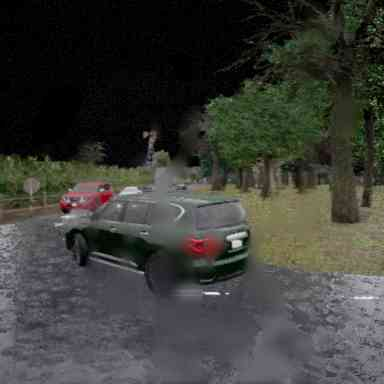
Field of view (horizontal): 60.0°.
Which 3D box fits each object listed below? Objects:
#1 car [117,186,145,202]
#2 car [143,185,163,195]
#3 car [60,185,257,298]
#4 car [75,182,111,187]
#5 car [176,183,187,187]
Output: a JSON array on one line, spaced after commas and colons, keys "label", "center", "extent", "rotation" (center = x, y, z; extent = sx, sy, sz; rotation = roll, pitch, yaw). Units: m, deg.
[{"label": "car", "center": [-6.361, 0.171, 35.047], "extent": [1.812, 1.442, 4.674], "rotation": [0, 2, 3]}, {"label": "car", "center": [-5.570, -0.328, 48.520], "extent": [2.033, 1.411, 5.357], "rotation": [0, 2, 3]}, {"label": "car", "center": [-1.054, 1.023, 8.437], "extent": [5.566, 2.045, 2.150], "rotation": [3, 5, 43]}, {"label": "car", "center": [-7.064, 0.325, 23.187], "extent": [2.150, 2.045, 5.566], "rotation": [0, 2, 4]}, {"label": "car", "center": [-1.921, -0.857, 61.602], "extent": [1.812, 1.442, 4.674], "rotation": [0, 2, 3]}]
